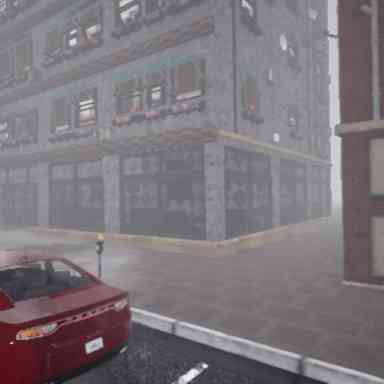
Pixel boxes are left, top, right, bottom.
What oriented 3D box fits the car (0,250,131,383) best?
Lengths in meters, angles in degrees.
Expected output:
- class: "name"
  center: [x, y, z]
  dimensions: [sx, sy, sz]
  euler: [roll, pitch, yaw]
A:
- class: "car"
  center: [-2.885, 1.545, 4.949]
  dimensions: [4.507, 1.381, 1.887]
  euler: [0, -1, 36]
